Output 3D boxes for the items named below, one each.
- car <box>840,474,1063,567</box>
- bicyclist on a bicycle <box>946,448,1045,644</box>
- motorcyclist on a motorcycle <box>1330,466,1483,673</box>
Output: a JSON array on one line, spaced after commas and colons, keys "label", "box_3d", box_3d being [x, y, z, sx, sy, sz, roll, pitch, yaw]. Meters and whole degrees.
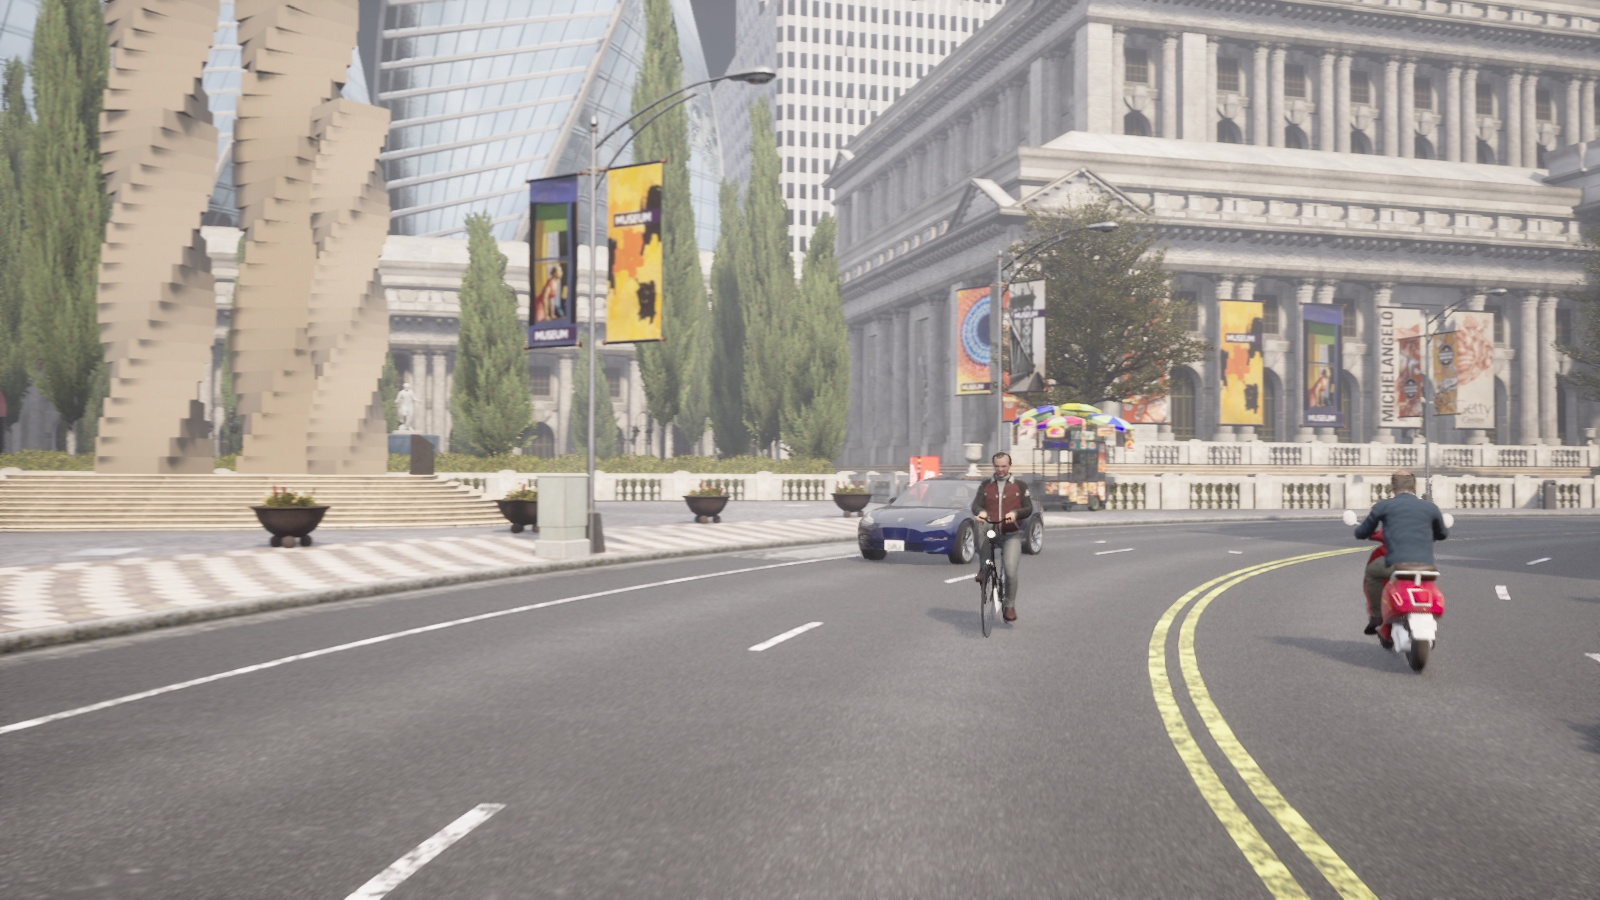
[{"label": "car", "box_3d": [2.900, 1.191, 22.956, 2.163, 1.488, 4.792, -1, -1, 33]}, {"label": "bicyclist on a bicycle", "box_3d": [1.950, 0.887, 12.346, 0.659, 1.776, 1.843, 0, -1, 18]}, {"label": "motorcyclist on a motorcycle", "box_3d": [5.091, 0.932, 10.660, 0.866, 1.590, 1.817, 0, -1, 16]}]
